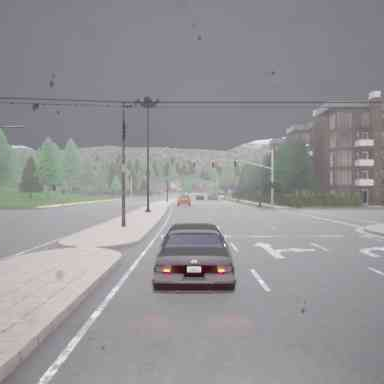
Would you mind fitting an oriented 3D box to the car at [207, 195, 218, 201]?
[{"bbox_3d":[5.555,1.521,85.562,2.033,1.411,5.357,0,0,0],"label":"car"}]

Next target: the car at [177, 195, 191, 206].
[{"bbox_3d":[-1.309,1.340,54.697,2.097,1.767,4.553,0,0,-1],"label":"car"}]

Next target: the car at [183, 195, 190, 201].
[{"bbox_3d":[-1.445,1.504,85.522,1.812,1.442,4.674,0,0,0],"label":"car"}]

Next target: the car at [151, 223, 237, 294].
[{"bbox_3d":[0.050,1.545,8.951,2.033,1.411,5.357,0,0,0],"label":"car"}]

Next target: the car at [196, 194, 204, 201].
[{"bbox_3d":[2.055,1.458,85.558,1.882,1.535,5.008,0,0,0],"label":"car"}]
